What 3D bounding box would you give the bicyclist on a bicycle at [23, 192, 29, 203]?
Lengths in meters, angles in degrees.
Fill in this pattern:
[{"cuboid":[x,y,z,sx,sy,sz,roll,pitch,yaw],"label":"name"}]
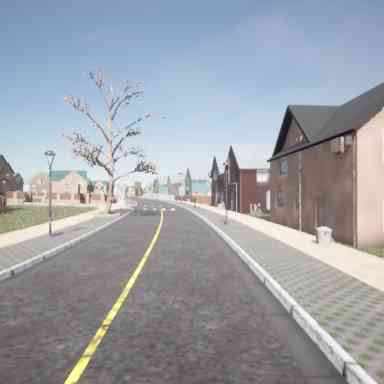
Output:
[{"cuboid":[-24.959,0.835,50.117,0.582,1.620,1.656,1,0,3],"label":"bicyclist on a bicycle"}]
